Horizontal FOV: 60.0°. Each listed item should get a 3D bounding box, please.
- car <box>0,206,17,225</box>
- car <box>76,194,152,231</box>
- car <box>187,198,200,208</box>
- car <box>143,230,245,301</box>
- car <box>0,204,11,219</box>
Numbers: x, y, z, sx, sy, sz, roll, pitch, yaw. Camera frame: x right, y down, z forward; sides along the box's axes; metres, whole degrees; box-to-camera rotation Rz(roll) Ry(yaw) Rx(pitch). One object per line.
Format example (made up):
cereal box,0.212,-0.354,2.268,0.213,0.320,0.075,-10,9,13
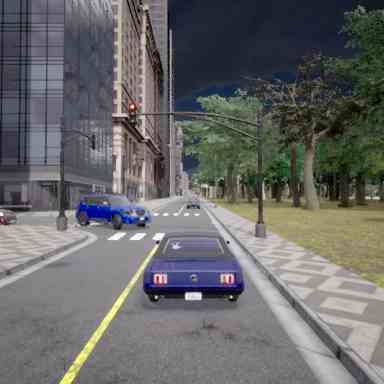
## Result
car,-13.491,1.369,21.284,4.097,1.590,1.967,0,-2,-1
car,-4.967,1.175,20.693,5.566,2.045,2.150,0,-1,39
car,0.234,1.659,49.697,2.033,1.411,5.357,0,0,0
car,0.023,1.606,8.262,1.895,1.301,4.718,0,0,0
car,-18.935,1.722,29.808,4.313,1.339,1.947,0,-1,0
